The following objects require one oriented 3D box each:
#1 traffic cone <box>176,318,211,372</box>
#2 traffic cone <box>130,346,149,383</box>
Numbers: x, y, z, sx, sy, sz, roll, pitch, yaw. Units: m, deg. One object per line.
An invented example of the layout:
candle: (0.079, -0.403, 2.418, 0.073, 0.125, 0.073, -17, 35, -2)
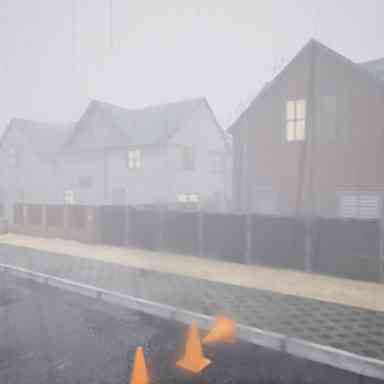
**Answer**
traffic cone: (0.016, 1.968, 4.394, 0.340, 0.580, 0.340, 0, 0, 36)
traffic cone: (-0.566, 1.966, 3.580, 0.340, 0.580, 0.340, 0, 0, 36)
